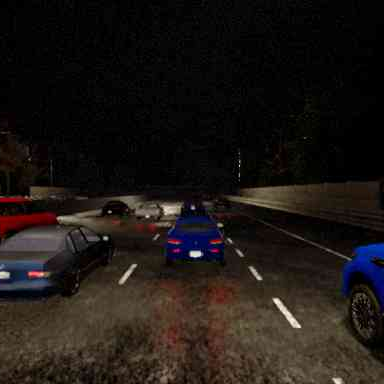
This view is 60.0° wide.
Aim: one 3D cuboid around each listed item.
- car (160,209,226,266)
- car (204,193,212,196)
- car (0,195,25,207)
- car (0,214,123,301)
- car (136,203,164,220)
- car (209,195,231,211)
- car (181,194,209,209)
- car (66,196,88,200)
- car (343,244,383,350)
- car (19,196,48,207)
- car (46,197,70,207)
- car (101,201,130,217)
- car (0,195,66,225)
[{"bbox_3d":[0.095,1.514,11.349,1.812,1.442,4.674,0,0,0],"label":"car"},{"bbox_3d":[3.475,1.191,73.740,2.150,2.045,5.566,0,0,0],"label":"car"},{"bbox_3d":[-28.067,1.322,51.509,2.097,1.767,4.553,0,0,0],"label":"car"},{"bbox_3d":[-3.407,1.538,8.487,2.033,1.411,5.357,0,0,0],"label":"car"},{"bbox_3d":[-3.408,1.580,27.765,1.895,1.301,4.718,0,0,0],"label":"car"},{"bbox_3d":[3.486,1.419,39.697,2.128,1.511,4.902,0,0,0],"label":"car"},{"bbox_3d":[0.089,1.330,28.960,2.097,1.767,4.553,0,0,0],"label":"car"},{"bbox_3d":[-17.572,1.461,52.369,2.128,1.511,4.902,0,0,0],"label":"car"},{"bbox_3d":[3.520,1.132,3.082,2.150,2.045,5.566,0,0,1],"label":"car"},{"bbox_3d":[-24.567,1.461,51.829,2.128,1.511,4.902,0,0,0],"label":"car"},{"bbox_3d":[-21.078,1.533,52.488,1.994,1.385,4.181,0,0,0],"label":"car"},{"bbox_3d":[-6.911,1.503,30.296,1.812,1.442,4.674,0,0,0],"label":"car"},{"bbox_3d":[-6.904,1.210,12.272,2.150,2.045,5.566,0,0,0],"label":"car"}]
